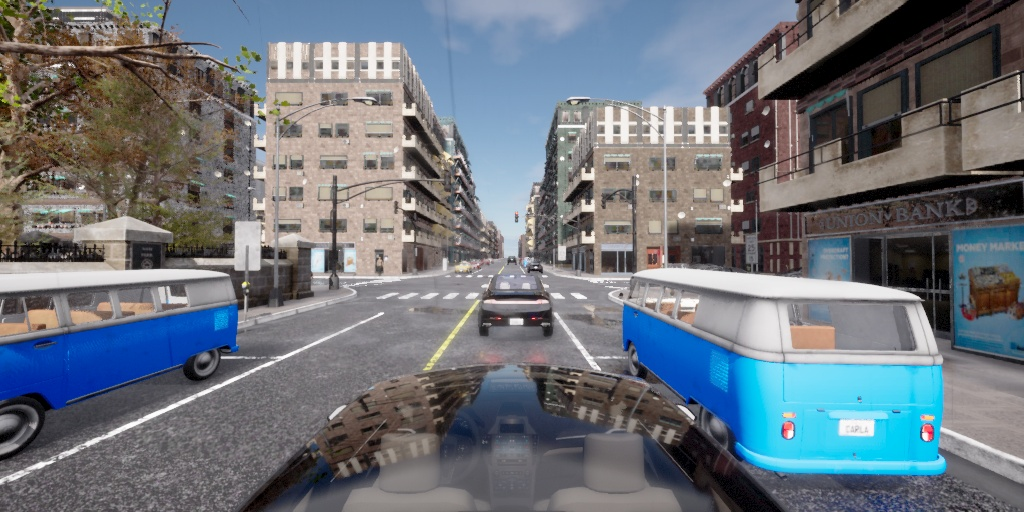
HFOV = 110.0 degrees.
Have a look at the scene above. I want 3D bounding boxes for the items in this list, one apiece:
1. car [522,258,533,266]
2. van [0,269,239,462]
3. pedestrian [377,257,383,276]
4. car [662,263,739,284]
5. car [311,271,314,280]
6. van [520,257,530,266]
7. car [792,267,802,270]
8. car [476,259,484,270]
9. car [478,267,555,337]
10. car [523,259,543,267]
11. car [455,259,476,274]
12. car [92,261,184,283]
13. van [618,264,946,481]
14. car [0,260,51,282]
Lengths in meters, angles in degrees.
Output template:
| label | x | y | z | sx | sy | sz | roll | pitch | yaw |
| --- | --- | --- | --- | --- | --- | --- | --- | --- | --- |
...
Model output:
| label | x | y | z | sx | sy | sz | roll | pitch | yaw |
| --- | --- | --- | --- | --- | --- | --- | --- | --- | --- |
| car | 2.693 | 1.319 | 48.214 | 2.007 | 1.370 | 4.403 | 0 | 0 | 0 |
| van | -5.656 | 1.092 | 4.627 | 1.690 | 1.789 | 3.998 | 0 | 0 | 0 |
| pedestrian | -12.537 | 0.969 | 34.014 | 0.375 | 1.860 | 0.375 | 0 | -1 | 1 |
| car | 14.715 | 1.356 | 28.149 | 5.008 | 1.535 | 1.882 | 1 | -1 | 1 |
| car | -16.586 | 1.000 | 25.322 | 4.553 | 1.767 | 2.097 | 0 | -1 | 1 |
| van | 2.694 | 1.114 | 59.498 | 1.690 | 1.789 | 3.998 | 0 | 0 | 0 |
| car | 24.997 | 1.462 | 28.025 | 4.674 | 1.442 | 1.812 | 0 | -1 | 1 |
| car | -5.687 | 1.211 | 53.857 | 1.967 | 1.591 | 4.097 | 0 | 0 | 0 |
| car | 0.100 | 1.244 | 10.354 | 2.128 | 1.511 | 4.902 | 0 | 0 | 0 |
| car | 2.693 | 1.331 | 42.571 | 1.948 | 1.339 | 4.313 | 0 | 0 | 0 |
| car | -5.687 | 1.291 | 42.401 | 1.751 | 1.417 | 4.829 | 0 | 0 | 0 |
| car | -26.412 | 1.120 | 25.438 | 4.674 | 1.442 | 1.812 | 0 | -1 | 1 |
| van | 2.659 | 1.092 | 4.625 | 1.690 | 1.789 | 3.998 | 0 | 0 | 0 |
| car | -36.511 | 1.045 | 25.566 | 4.892 | 1.490 | 1.837 | 0 | -1 | 1 |
